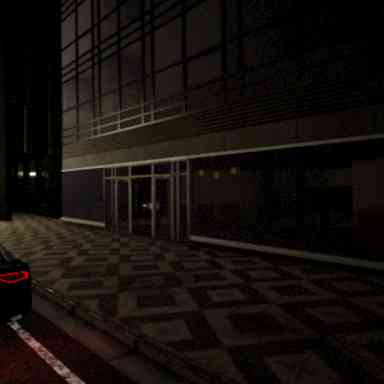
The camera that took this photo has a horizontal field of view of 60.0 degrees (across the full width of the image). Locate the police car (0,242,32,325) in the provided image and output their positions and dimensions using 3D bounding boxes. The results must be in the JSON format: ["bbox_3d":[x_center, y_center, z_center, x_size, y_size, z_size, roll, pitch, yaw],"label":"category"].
[{"bbox_3d":[-4.808,1.451,6.494,1.930,1.638,5.238,-1,0,-43],"label":"police car"}]
